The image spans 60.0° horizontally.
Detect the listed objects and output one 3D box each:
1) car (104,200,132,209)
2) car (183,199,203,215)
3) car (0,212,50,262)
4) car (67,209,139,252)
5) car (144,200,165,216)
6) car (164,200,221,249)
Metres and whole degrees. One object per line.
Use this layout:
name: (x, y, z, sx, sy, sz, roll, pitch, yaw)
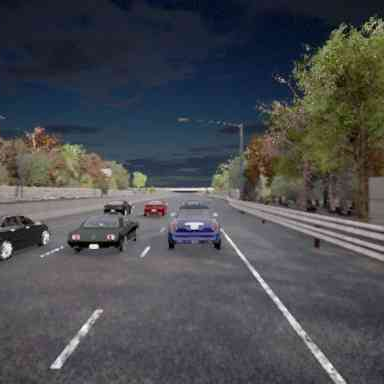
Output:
car: (-6.904, 1.482, 31.472, 1.882, 1.535, 5.008, 0, 0, 0)
car: (0.094, 1.555, 35.092, 2.033, 1.411, 5.357, 0, 0, 0)
car: (-6.902, 1.503, 12.147, 1.837, 1.490, 4.892, 0, 0, 0)
car: (-3.399, 1.599, 13.769, 1.895, 1.301, 4.718, 0, 0, 0)
car: (-3.404, 1.483, 32.049, 1.882, 1.535, 5.008, 0, 0, 0)
car: (0.097, 1.350, 14.778, 2.097, 1.767, 4.553, 0, 0, 0)
